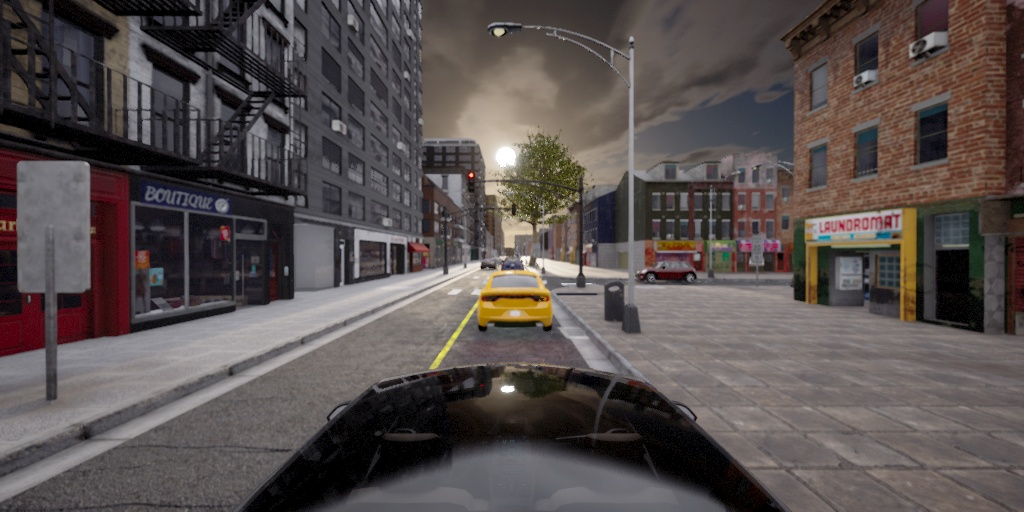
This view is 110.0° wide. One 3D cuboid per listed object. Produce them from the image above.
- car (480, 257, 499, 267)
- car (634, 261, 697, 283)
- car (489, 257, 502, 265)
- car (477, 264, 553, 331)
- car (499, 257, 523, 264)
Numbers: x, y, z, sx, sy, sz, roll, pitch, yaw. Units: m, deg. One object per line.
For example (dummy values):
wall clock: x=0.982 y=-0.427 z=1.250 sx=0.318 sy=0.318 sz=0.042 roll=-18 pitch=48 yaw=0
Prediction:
car: x=-2.890 y=0.965 z=44.708 sx=2.033 sy=1.411 sz=5.357 roll=0 pitch=0 yaw=0
car: x=10.896 y=1.073 z=25.782 sx=4.097 sy=1.591 sz=1.967 roll=0 pitch=0 yaw=0
car: x=-2.856 y=0.886 z=63.257 sx=1.895 sy=1.301 sz=4.718 roll=0 pitch=0 yaw=1
car: x=0.077 y=1.156 z=10.756 sx=1.882 sy=1.535 sz=5.008 roll=0 pitch=0 yaw=0
car: x=0.063 y=0.839 z=35.530 sx=2.097 sy=1.767 sz=4.553 roll=0 pitch=0 yaw=0
